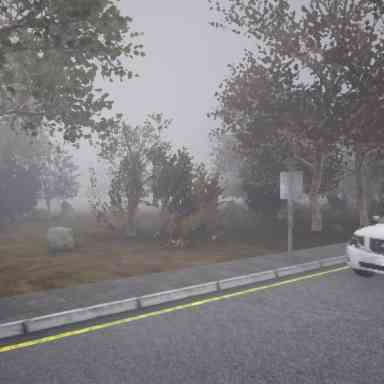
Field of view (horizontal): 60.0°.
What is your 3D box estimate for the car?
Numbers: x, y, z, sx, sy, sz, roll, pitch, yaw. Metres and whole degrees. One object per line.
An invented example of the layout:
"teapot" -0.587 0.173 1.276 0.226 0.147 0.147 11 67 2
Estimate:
"car" 6.542 1.222 9.064 5.566 2.045 2.150 0 0 -35
